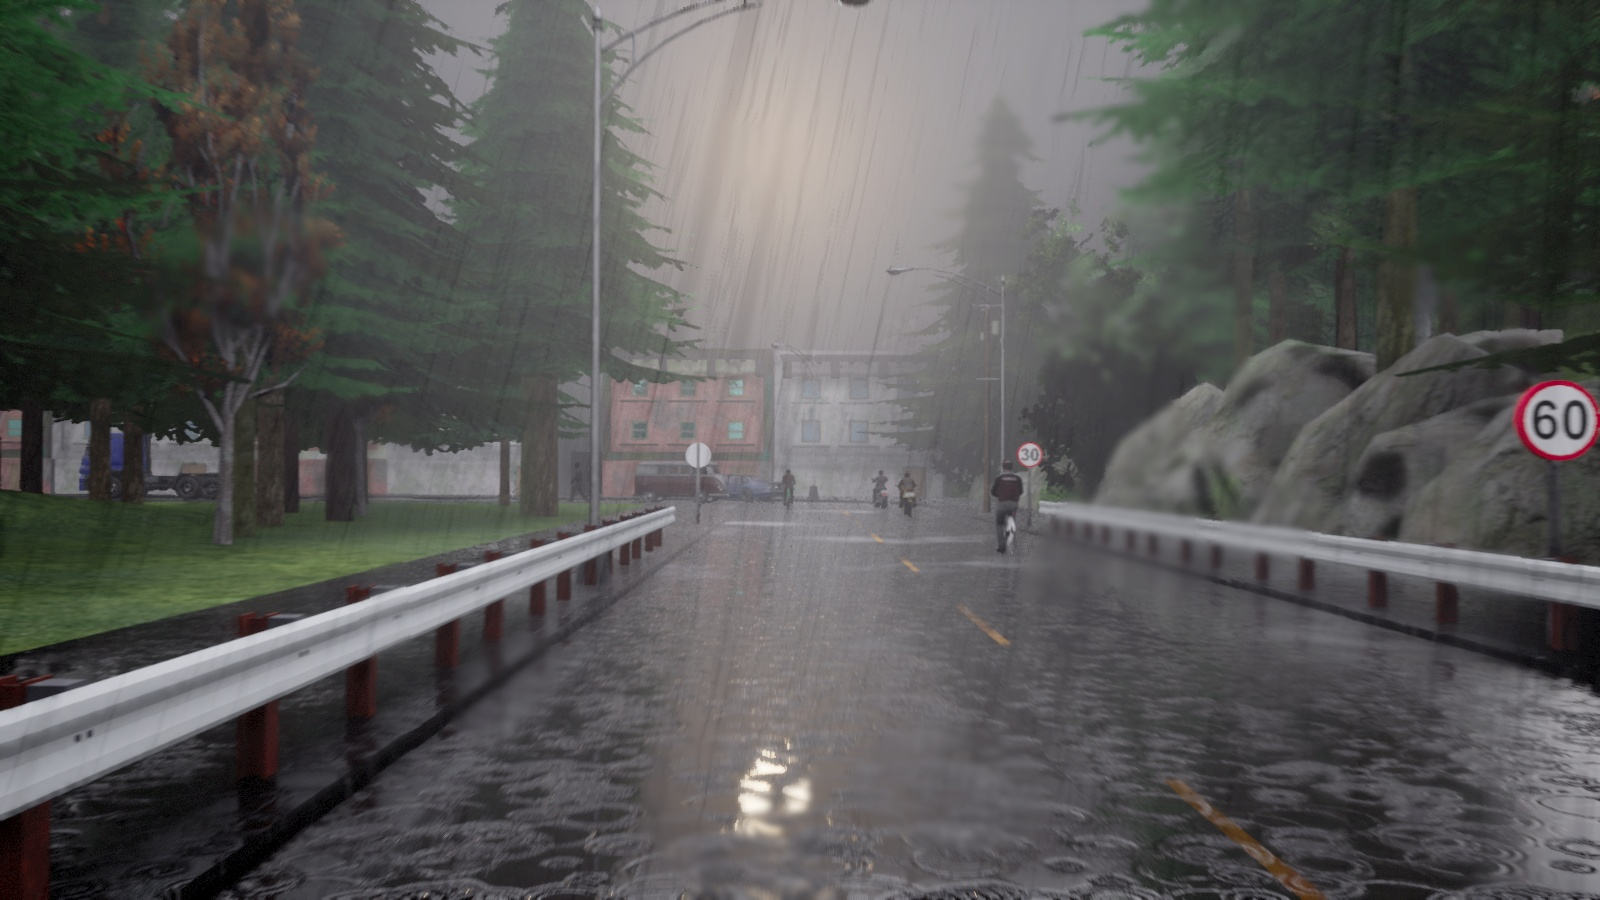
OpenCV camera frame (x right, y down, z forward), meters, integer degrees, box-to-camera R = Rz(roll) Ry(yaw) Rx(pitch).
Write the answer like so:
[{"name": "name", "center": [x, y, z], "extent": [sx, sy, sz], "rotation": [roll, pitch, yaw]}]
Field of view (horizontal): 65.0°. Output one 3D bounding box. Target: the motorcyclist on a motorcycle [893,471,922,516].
[{"name": "motorcyclist on a motorcycle", "center": [3.717, 1.501, 43.667], "extent": [0.797, 1.523, 2.044], "rotation": [0, -1, 0]}]

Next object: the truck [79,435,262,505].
[{"name": "truck", "center": [-32.187, 1.024, 64.404], "extent": [7.936, 3.462, 2.891], "rotation": [0, -1, 0]}]

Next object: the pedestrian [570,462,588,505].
[{"name": "pedestrian", "center": [-9.690, 1.471, 55.105], "extent": [0.703, 1.840, 0.431], "rotation": [0, -1, 0]}]

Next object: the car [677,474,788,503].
[{"name": "car", "center": [-3.433, 1.924, 63.506], "extent": [5.357, 1.411, 2.033], "rotation": [-1, -1, 29]}]

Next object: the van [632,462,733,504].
[{"name": "van", "center": [-5.578, 1.576, 59.802], "extent": [4.442, 1.987, 1.775], "rotation": [0, -1, 14]}]

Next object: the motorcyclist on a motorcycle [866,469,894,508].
[{"name": "motorcyclist on a motorcycle", "center": [3.417, 1.638, 53.791], "extent": [0.766, 1.649, 2.350], "rotation": [-1, -1, -6]}]

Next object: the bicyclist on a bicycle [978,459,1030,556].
[{"name": "bicyclist on a bicycle", "center": [3.860, 1.062, 23.839], "extent": [0.659, 1.776, 1.843], "rotation": [0, -1, 0]}]
